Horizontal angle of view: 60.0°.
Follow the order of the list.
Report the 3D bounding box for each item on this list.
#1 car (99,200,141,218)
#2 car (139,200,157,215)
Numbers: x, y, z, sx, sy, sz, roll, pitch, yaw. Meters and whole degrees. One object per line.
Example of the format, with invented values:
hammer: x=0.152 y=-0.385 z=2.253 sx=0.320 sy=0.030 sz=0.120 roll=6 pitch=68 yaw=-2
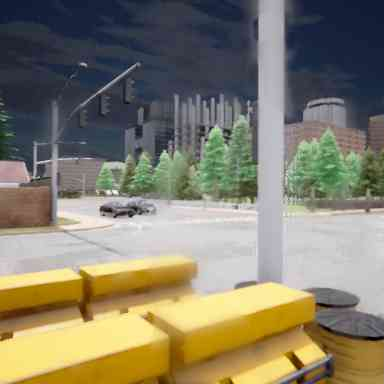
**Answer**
car: x=-7.118 y=1.637 z=31.228 sx=2.033 sy=1.411 sz=5.357 roll=1 pitch=0 yaw=-33
car: x=-5.395 y=1.607 z=34.972 sx=2.128 sy=1.511 sz=4.902 roll=1 pitch=0 yaw=-33
